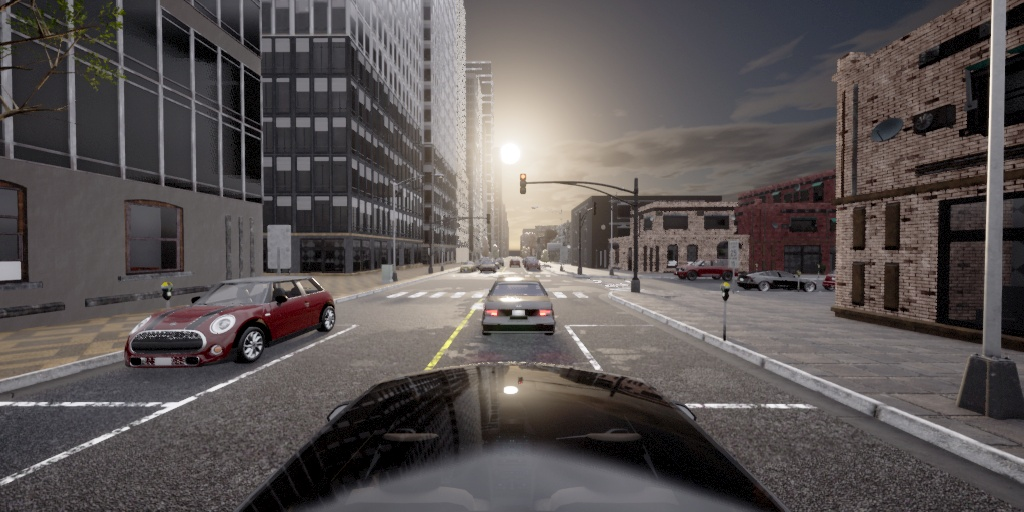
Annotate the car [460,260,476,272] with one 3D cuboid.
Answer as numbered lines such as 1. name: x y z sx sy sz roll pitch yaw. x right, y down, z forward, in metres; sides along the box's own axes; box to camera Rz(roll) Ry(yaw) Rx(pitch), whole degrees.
1. car: -5.537 1.264 45.599 1.751 1.417 4.829 0 0 0

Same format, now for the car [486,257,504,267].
1. car: -2.748 1.285 54.169 2.033 1.411 5.357 0 0 0

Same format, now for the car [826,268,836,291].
1. car: 22.096 1.473 22.439 4.097 1.591 1.967 0 0 1

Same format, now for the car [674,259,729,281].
1. car: 16.712 1.164 30.926 5.009 1.841 2.192 0 0 1

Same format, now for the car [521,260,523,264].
1. car: 3.096 1.051 62.589 2.192 1.841 5.009 0 0 0

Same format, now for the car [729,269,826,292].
1. car: 16.549 1.546 22.548 4.313 1.339 1.948 0 0 1

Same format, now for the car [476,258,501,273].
1. car: -2.816 1.287 43.613 2.033 1.411 5.357 0 0 0

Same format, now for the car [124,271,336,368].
1. car: -5.653 1.188 7.822 1.967 1.591 4.097 0 0 0

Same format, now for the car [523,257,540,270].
1. car: 3.020 1.178 51.301 1.967 1.591 4.097 0 0 0

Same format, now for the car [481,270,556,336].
1. car: 0.157 1.295 10.385 2.033 1.411 5.357 0 0 0
